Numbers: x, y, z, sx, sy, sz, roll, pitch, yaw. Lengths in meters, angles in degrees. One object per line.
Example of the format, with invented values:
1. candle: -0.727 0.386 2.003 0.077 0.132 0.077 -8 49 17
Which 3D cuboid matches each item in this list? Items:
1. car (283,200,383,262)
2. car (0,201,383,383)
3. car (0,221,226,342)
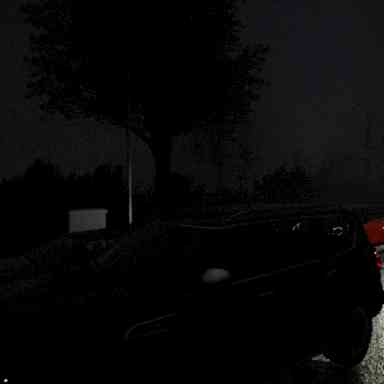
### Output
1. car: 5.721 1.248 12.402 4.553 1.767 2.097 -1 0 -36
2. car: 0.221 1.201 4.174 5.566 2.045 2.150 -1 0 -36
3. car: -2.009 1.529 6.860 5.357 1.411 2.033 -1 0 -36
